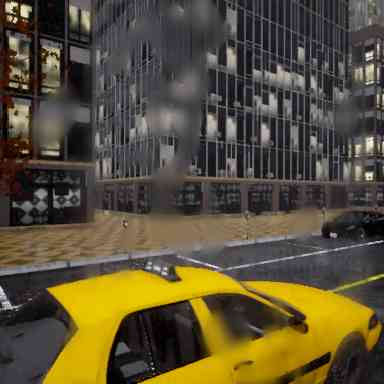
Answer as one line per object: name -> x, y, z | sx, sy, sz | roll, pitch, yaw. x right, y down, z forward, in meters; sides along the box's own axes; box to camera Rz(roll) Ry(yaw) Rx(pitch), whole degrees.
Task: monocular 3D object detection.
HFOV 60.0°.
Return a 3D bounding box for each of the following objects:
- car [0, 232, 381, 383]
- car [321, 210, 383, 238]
car -> -0.069, 1.456, 3.384 | 5.366, 1.575, 1.801 | 0, 0, -36
car -> 8.140, 1.563, 16.226 | 4.313, 1.339, 1.947 | 0, 0, -36
